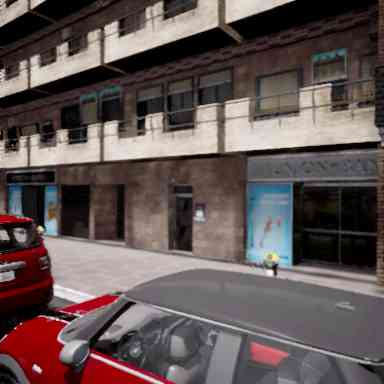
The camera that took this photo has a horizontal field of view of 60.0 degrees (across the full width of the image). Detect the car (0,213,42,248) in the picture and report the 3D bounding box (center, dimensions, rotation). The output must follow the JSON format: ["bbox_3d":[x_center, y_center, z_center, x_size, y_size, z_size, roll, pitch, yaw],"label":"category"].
[{"bbox_3d":[-4.624,1.294,6.171,5.009,1.841,2.192,0,0,36],"label":"car"}]

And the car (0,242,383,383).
[{"bbox_3d":[-0.041,1.436,2.902,4.097,1.590,1.967,0,0,36],"label":"car"}]
